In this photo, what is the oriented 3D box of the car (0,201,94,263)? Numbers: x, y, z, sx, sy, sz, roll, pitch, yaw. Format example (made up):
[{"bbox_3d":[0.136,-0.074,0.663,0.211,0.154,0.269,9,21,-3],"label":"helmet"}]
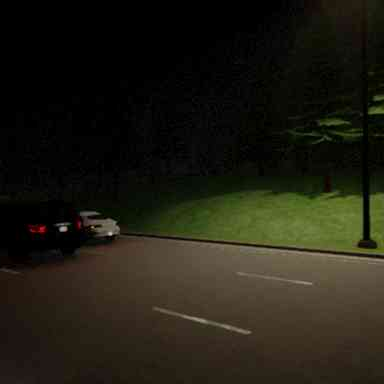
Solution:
[{"bbox_3d":[-6.537,1.367,12.850,5.566,2.045,2.150,0,0,36],"label":"car"}]

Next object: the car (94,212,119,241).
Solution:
[{"bbox_3d":[-5.588,1.683,16.488,4.674,1.442,1.812,-1,0,36],"label":"car"}]
